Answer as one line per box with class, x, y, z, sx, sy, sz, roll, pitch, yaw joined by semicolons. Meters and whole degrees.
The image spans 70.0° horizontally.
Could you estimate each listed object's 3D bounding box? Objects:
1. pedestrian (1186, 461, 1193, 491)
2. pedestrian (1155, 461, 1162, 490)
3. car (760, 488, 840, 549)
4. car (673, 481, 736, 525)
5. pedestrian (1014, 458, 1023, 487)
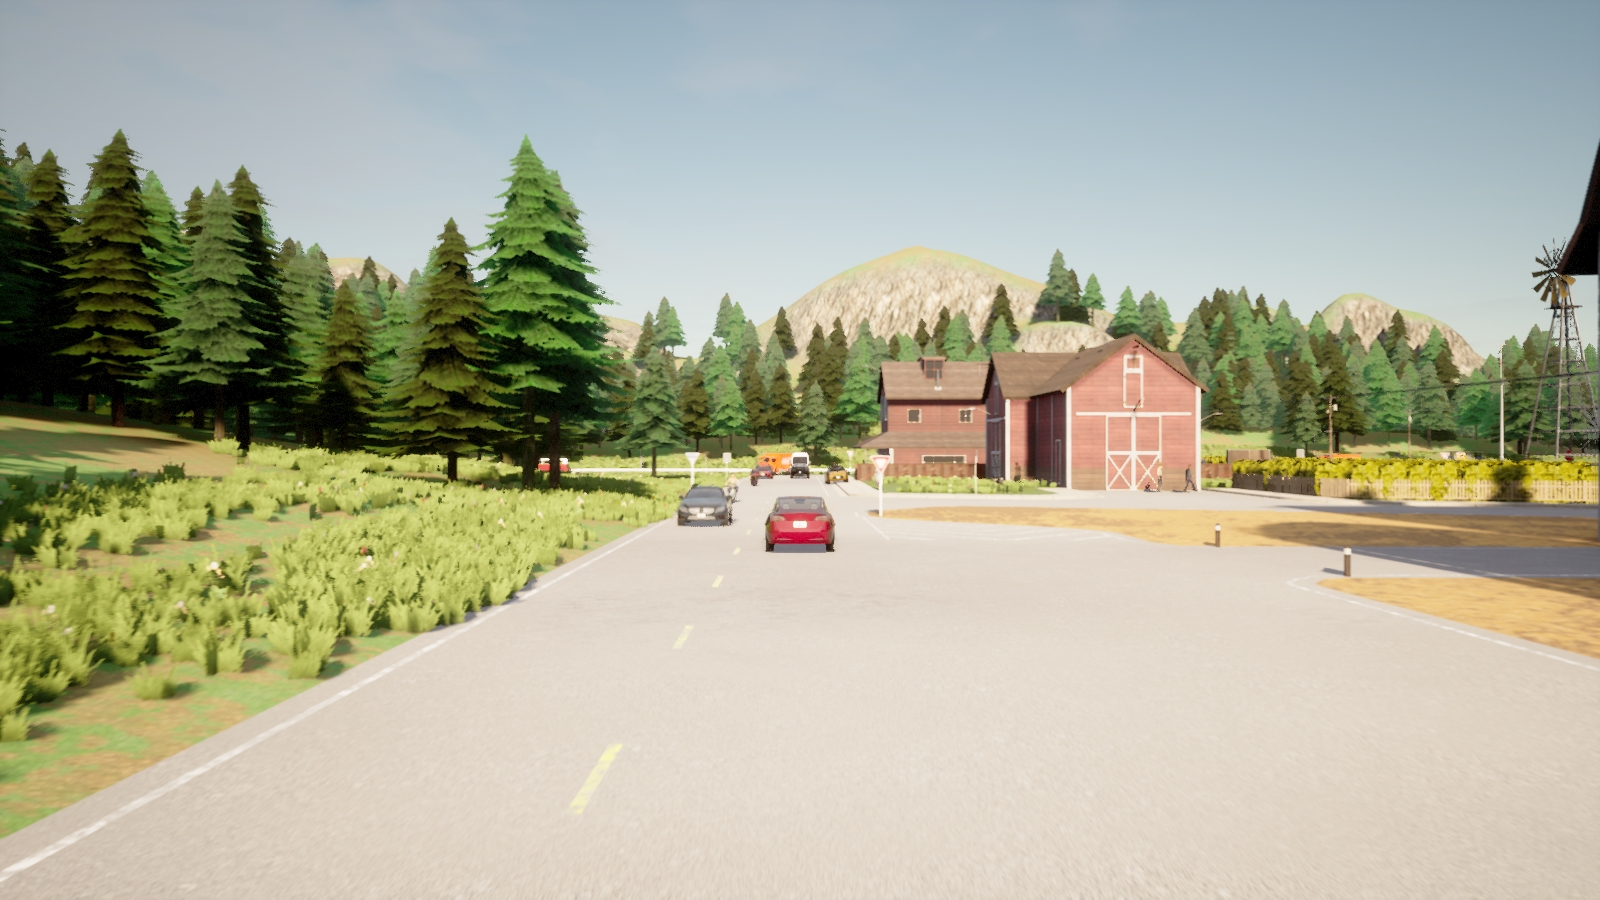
pedestrian;24.375;1.618;71.506;0.375;1.860;0.375;0;0;23
pedestrian;22.663;1.617;72.246;0.375;1.860;0.375;0;0;22
car;0.001;1.923;33.302;2.163;1.488;4.792;0;0;0
car;-3.539;1.941;43.100;2.002;1.442;4.674;0;0;0
pedestrian;14.258;1.468;74.551;0.375;1.860;0.375;0;0;-45
